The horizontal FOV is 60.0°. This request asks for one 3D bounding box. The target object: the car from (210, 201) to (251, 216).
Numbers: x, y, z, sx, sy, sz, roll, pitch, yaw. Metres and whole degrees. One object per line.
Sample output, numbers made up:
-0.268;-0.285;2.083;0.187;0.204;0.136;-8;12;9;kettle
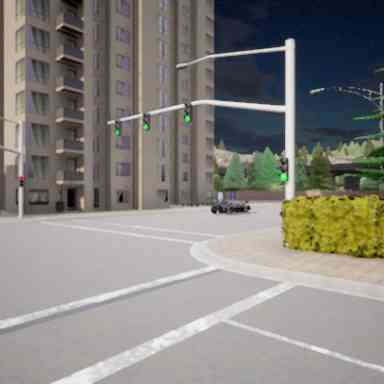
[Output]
3.889;1.607;33.185;1.895;1.301;4.718;0;0;42;car
